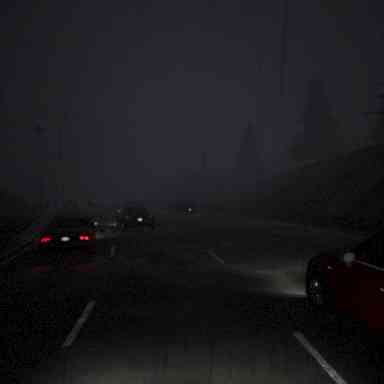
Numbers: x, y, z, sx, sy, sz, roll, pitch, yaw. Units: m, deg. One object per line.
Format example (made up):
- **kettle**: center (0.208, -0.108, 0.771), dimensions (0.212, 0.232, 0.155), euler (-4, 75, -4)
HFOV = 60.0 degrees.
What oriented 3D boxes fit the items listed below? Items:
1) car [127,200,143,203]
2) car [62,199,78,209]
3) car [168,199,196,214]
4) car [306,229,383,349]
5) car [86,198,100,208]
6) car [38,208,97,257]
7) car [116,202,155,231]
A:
- **car**: center (-6.540, 1.625, 38.943), dimensions (1.994, 1.385, 4.181), euler (-1, 0, -21)
- **car**: center (-17.255, 1.773, 47.261), dimensions (1.837, 1.490, 4.892), euler (-1, 0, -21)
- **car**: center (-1.076, 1.461, 34.509), dimensions (1.837, 1.490, 4.892), euler (-1, 0, -21)
- **car**: center (3.376, 1.272, 4.727), dimensions (2.097, 1.767, 4.553), euler (-1, 0, -4)
- **car**: center (-15.845, 1.718, 53.222), dimensions (2.128, 1.511, 4.902), euler (-1, 0, -22)
- **car**: center (-4.888, 1.623, 13.462), dimensions (2.033, 1.411, 5.357), euler (-1, 0, -16)
- **car**: center (-3.706, 1.599, 21.401), dimensions (1.994, 1.385, 4.181), euler (-1, 0, -19)
